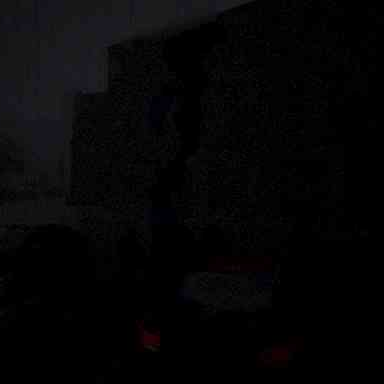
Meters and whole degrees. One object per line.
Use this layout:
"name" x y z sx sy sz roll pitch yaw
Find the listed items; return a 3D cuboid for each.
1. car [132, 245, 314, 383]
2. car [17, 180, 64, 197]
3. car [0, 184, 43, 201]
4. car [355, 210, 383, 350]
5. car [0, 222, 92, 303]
"car" 0.687 1.518 4.917 2.002 1.452 4.674 0 -1 15
"car" -18.406 -0.413 40.129 5.566 2.045 2.435 1 6 8
"car" -19.820 0.164 37.491 4.674 1.452 2.002 1 6 7
"car" 3.160 1.230 3.149 2.435 2.045 5.566 1 -1 15
"car" -4.272 1.509 8.361 2.002 1.452 4.674 1 -1 14
